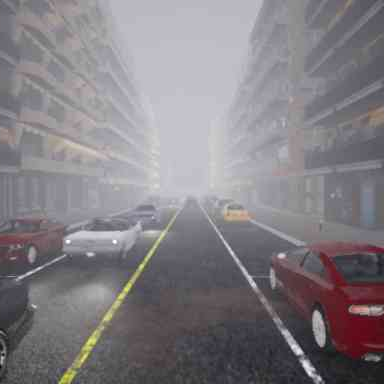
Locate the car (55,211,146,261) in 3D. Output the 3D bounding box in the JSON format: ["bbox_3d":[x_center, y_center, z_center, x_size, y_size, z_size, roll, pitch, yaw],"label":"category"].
[{"bbox_3d":[-3.115,1.611,12.418,1.895,1.301,4.718,0,0,0],"label":"car"}]

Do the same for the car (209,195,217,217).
[{"bbox_3d":[3.053,1.366,31.427,2.097,1.767,4.553,0,0,0],"label":"car"}]

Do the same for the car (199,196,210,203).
[{"bbox_3d":[2.515,1.581,68.342,1.947,1.339,4.313,-1,0,0],"label":"car"}]

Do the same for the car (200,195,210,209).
[{"bbox_3d":[2.551,1.333,45.683,2.192,1.841,5.009,-1,0,0],"label":"car"}]

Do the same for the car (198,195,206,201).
[{"bbox_3d":[2.510,1.574,85.335,1.947,1.339,4.313,-1,0,0],"label":"car"}]

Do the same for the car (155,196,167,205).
[{"bbox_3d":[-5.826,1.569,62.601,1.887,1.381,4.507,-1,0,0],"label":"car"}]

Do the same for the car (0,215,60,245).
[{"bbox_3d":[-5.723,1.557,11.621,1.887,1.381,4.507,-1,0,0],"label":"car"}]

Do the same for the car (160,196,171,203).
[{"bbox_3d":[-5.849,1.586,73.932,1.947,1.339,4.313,-1,0,0],"label":"car"}]

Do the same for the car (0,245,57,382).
[{"bbox_3d":[-3.101,1.552,2.385,2.033,1.411,5.357,0,0,0],"label":"car"}]

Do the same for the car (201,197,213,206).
[{"bbox_3d":[2.533,1.584,57.013,1.947,1.339,4.313,-1,0,0],"label":"car"}]

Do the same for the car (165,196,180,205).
[{"bbox_3d":[-3.162,1.514,58.282,2.128,1.511,4.902,0,0,0],"label":"car"}]

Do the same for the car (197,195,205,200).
[{"bbox_3d":[2.497,1.556,91.000,2.008,1.369,4.403,-1,0,0],"label":"car"}]

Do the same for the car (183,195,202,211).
[{"bbox_3d":[-0.071,1.538,40.692,1.837,1.490,4.892,0,0,0],"label":"car"}]

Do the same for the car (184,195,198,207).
[{"bbox_3d":[-0.089,1.386,51.093,2.097,1.767,4.553,0,0,1],"label":"car"}]

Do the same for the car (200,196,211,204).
[{"bbox_3d":[2.521,1.562,62.678,1.887,1.381,4.507,-1,0,0],"label":"car"}]

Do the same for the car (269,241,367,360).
[{"bbox_3d":[2.635,1.547,6.034,1.887,1.381,4.507,-1,0,0],"label":"car"}]

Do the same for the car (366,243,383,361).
[{"bbox_3d":[2.642,1.313,0.370,2.192,1.841,5.009,-1,0,0],"label":"car"}]

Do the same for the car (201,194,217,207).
[{"bbox_3d":[2.539,1.333,51.349,2.192,1.841,5.009,-1,0,0],"label":"car"}]

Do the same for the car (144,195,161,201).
[{"bbox_3d":[-5.792,1.570,45.608,1.887,1.381,4.507,-1,0,0],"label":"car"}]

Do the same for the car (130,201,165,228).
[{"bbox_3d":[-3.102,1.540,22.444,1.812,1.442,4.674,0,0,0],"label":"car"}]

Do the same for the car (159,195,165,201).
[{"bbox_3d":[-5.807,1.340,51.271,2.192,1.841,5.009,-1,0,0],"label":"car"}]

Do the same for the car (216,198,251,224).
[{"bbox_3d":[3.104,1.467,24.645,1.801,1.575,5.366,0,0,0],"label":"car"}]
